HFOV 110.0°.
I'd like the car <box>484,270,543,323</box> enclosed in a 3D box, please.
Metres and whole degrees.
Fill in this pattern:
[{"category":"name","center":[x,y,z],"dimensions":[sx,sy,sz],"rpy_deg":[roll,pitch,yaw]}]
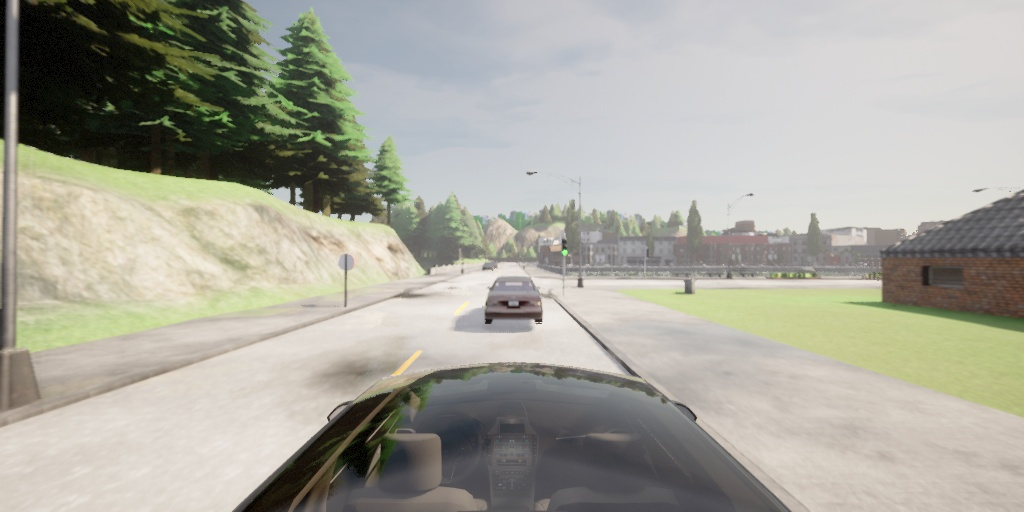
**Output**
[{"category":"car","center":[0.061,1.399,12.550],"dimensions":[2.033,1.411,5.357],"rpy_deg":[0,-1,0]}]

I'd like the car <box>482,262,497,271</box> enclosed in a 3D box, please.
[{"category":"car","center":[-4.074,1.813,61.127],"dimensions":[1.837,1.490,4.892],"rpy_deg":[0,0,0]}]
